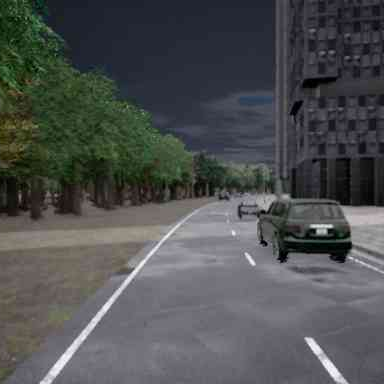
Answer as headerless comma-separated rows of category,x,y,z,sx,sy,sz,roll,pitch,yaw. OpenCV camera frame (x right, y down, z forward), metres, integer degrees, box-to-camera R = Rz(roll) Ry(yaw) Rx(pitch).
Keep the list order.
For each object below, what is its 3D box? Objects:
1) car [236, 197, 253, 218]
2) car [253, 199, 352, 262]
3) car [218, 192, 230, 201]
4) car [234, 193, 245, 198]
car,5.106,1.531,30.535,2.128,1.511,4.902,0,0,5
car,3.890,1.247,12.380,2.150,2.045,5.566,0,0,2
car,7.229,0.989,74.692,2.150,2.045,5.566,0,1,13
car,12.712,0.989,91.824,2.033,1.411,5.357,0,1,16
